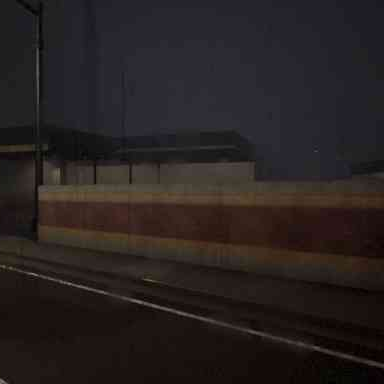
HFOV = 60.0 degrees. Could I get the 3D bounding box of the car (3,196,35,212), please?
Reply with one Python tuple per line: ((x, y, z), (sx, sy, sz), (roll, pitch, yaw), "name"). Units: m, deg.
((-18.622, 1.294, 37.483), (2.242, 1.667, 4.611), (0, 0, 36), "car")
